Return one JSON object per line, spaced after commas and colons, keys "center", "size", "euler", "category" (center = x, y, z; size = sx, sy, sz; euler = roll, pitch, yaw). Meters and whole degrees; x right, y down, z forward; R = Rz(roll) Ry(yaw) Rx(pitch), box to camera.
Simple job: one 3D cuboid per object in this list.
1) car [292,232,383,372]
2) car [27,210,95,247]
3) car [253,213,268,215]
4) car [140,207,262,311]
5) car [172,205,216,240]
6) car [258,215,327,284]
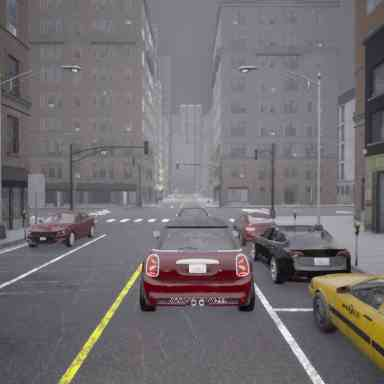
{"center": [2.859, 1.524, 3.972], "size": [1.752, 1.417, 4.829], "euler": [-1, 0, 0], "category": "car"}
{"center": [-5.704, 1.540, 14.957], "size": [1.887, 1.381, 4.507], "euler": [-1, 0, 0], "category": "car"}
{"center": [2.842, 1.577, 14.974], "size": [1.802, 1.307, 4.206], "euler": [-1, 0, 0], "category": "car"}
{"center": [0.088, 1.350, 7.893], "size": [2.097, 1.767, 4.553], "euler": [0, 0, 0], "category": "car"}
{"center": [0.068, 1.542, 18.131], "size": [2.033, 1.411, 5.357], "euler": [0, 0, 0], "category": "car"}
{"center": [2.851, 1.563, 9.388], "size": [1.947, 1.339, 4.313], "euler": [-1, 0, 0], "category": "car"}
